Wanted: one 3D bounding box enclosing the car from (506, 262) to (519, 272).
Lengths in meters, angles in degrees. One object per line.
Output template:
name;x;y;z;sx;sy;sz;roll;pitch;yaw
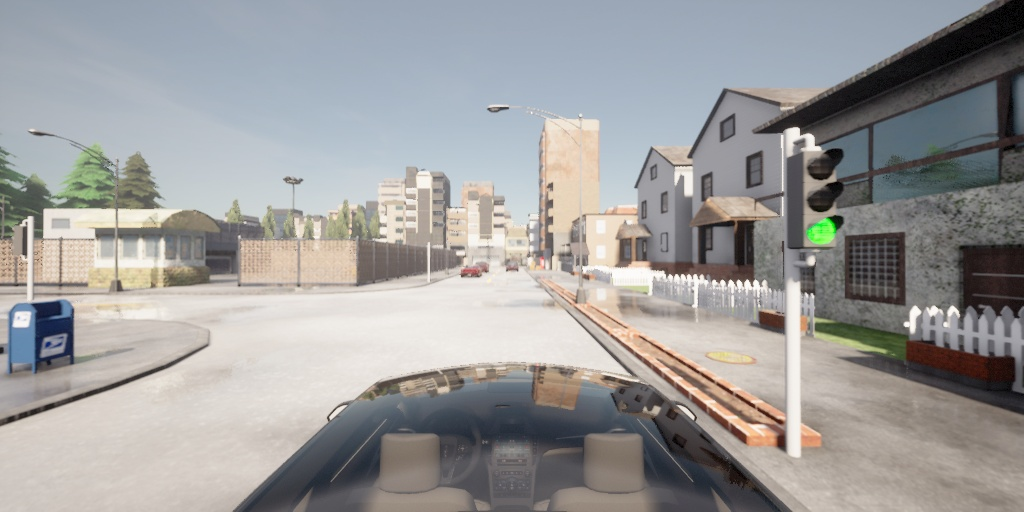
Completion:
car;0.071;1.553;51.428;2.033;1.411;5.357;0;0;1

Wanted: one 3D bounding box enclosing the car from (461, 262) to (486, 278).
car;-4.111;1.532;36.952;1.895;1.301;4.718;0;0;0

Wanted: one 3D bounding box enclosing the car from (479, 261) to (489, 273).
car;-4.099;1.463;47.459;1.882;1.535;5.008;0;0;0
